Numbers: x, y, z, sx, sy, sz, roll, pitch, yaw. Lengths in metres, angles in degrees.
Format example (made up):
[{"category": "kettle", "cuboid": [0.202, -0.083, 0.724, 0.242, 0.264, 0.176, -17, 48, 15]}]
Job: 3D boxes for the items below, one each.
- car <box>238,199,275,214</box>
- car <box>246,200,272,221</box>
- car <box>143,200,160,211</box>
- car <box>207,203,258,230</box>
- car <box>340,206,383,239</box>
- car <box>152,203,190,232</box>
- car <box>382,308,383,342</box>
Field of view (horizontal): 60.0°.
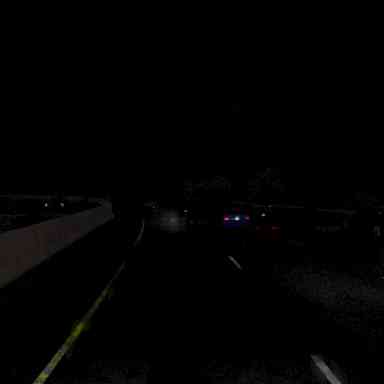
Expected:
[{"category": "car", "cuboid": [6.908, 1.548, 36.257, 2.033, 1.411, 5.357, 0, 0, -11]}, {"category": "car", "cuboid": [4.941, 1.526, 26.849, 1.812, 1.442, 4.674, 0, 0, -8]}, {"category": "car", "cuboid": [-4.956, 1.620, 41.376, 1.895, 1.301, 4.718, 0, 0, -13]}, {"category": "car", "cuboid": [2.212, 1.550, 21.148, 2.033, 1.411, 5.357, 0, 0, -7]}, {"category": "car", "cuboid": [9.625, 1.496, 17.319, 1.837, 1.490, 4.892, 0, 0, -5]}, {"category": "car", "cuboid": [-1.232, 1.572, 20.091, 1.994, 1.385, 4.181, 0, 0, -6]}, {"category": "car", "cuboid": [3.472, 1.487, 2.490, 2.128, 1.511, 4.902, 0, 0, -1]}]
